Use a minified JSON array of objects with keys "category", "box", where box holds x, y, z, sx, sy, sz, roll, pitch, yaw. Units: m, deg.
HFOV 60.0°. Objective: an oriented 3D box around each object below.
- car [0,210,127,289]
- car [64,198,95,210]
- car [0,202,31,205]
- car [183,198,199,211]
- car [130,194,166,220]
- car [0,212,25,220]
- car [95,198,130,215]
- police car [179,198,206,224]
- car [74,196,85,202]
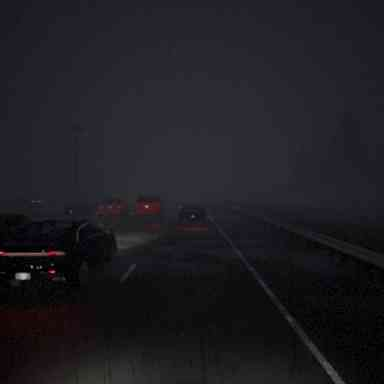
[{"category":"car","box":[-3.423,1.489,9.153,2.128,1.511,4.902,0,0,0]},{"category":"car","box":[-10.487,1.516,31.177,1.812,1.442,4.674,0,0,0]},{"category":"car","box":[-21.410,1.493,40.592,1.837,1.490,4.892,0,0,-2]},{"category":"car","box":[-0.221,1.513,40.880,1.812,1.442,4.674,0,0,-2]},{"category":"car","box":[-3.469,1.213,28.135,2.150,2.045,5.566,0,0,0]},{"category":"car","box":[-6.930,1.501,12.120,1.837,1.490,4.892,0,0,0]},{"category":"car","box":[-6.983,1.343,30.465,2.097,1.767,4.553,0,0,0]},{"category":"police car","box":[0.039,1.417,24.535,1.930,1.638,5.238,0,0,0]},{"category":"car","box":[-26.868,1.571,79.530,1.895,1.301,4.718,0,0,-13]}]
